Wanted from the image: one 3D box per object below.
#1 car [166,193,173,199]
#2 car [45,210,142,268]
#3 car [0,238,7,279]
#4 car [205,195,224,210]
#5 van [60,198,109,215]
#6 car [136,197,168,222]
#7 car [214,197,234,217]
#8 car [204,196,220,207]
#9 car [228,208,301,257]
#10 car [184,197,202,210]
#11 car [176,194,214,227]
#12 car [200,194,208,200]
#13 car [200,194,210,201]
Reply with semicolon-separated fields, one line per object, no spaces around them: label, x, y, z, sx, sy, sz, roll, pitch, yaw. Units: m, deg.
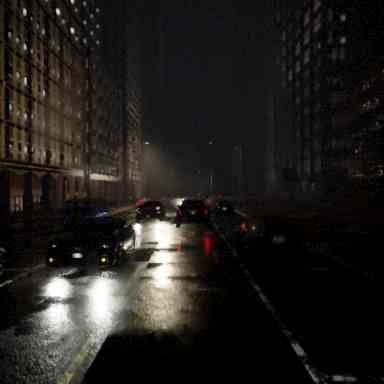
car;-5.709;1.068;85.745;2.008;1.369;4.403;-1;0;0
car;-3.082;1.504;10.933;1.994;1.385;4.181;0;0;0
car;-5.701;1.403;6.767;1.967;1.590;4.097;-1;0;0
car;2.676;1.216;40.615;1.967;1.590;4.097;-1;0;0
van;-5.704;1.243;18.049;1.690;1.788;3.998;-1;0;0
car;-3.004;1.387;25.227;1.812;1.442;4.674;0;0;0
car;2.679;1.405;29.331;1.947;1.339;4.313;-1;0;0
car;2.676;1.310;46.258;1.947;1.339;4.313;-1;0;0
car;2.681;1.498;12.403;1.947;1.339;4.313;-1;0;0
car;0.086;1.323;40.687;2.033;1.411;5.357;0;0;0
car;0.073;1.233;21.696;2.097;1.767;4.553;0;0;0
car;2.673;1.107;74.641;1.752;1.417;4.829;-1;0;0
car;2.673;1.160;68.829;1.887;1.381;4.507;-1;0;0
